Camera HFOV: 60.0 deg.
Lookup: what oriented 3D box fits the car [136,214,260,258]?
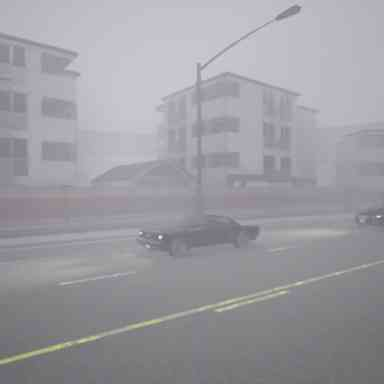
[{"bbox_3d":[0.312,1.551,12.719,4.718,1.301,1.895,0,0,-35],"label":"car"}]

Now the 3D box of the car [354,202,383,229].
[{"bbox_3d":[11.934,1.343,19.859,4.902,1.511,2.128,0,0,-23],"label":"car"}]
